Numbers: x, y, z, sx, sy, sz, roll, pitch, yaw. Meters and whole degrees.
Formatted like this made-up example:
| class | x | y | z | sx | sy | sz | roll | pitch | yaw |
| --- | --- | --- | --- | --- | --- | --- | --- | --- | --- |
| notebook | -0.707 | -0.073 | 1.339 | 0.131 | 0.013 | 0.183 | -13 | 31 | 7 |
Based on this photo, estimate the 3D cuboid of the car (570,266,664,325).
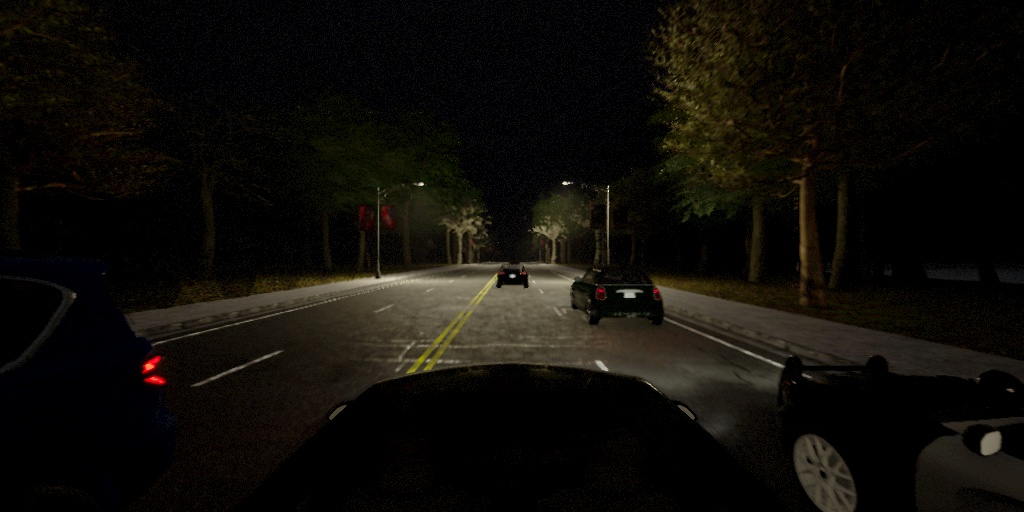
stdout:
| class | x | y | z | sx | sy | sz | roll | pitch | yaw |
| --- | --- | --- | --- | --- | --- | --- | --- | --- | --- |
| car | 3.262 | 1.107 | 12.052 | 2.097 | 1.767 | 4.553 | 0 | 0 | 0 |

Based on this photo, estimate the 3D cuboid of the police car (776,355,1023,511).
| class | x | y | z | sx | sy | sz | roll | pitch | yaw |
| --- | --- | --- | --- | --- | --- | --- | --- | --- | --- |
| police car | 3.250 | 1.176 | 1.201 | 1.930 | 1.638 | 5.238 | 0 | 0 | 0 |

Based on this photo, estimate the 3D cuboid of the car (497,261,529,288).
| class | x | y | z | sx | sy | sz | roll | pitch | yaw |
| --- | --- | --- | --- | --- | --- | --- | --- | --- | --- |
| car | 0.048 | 1.265 | 24.064 | 2.163 | 1.488 | 4.792 | 0 | 0 | 0 |

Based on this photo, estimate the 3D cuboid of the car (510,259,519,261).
| class | x | y | z | sx | sy | sz | roll | pitch | yaw |
| --- | --- | --- | --- | --- | --- | --- | --- | --- | --- |
| car | 0.381 | 1.313 | 55.221 | 1.837 | 1.490 | 4.892 | 0 | 0 | 1 |
